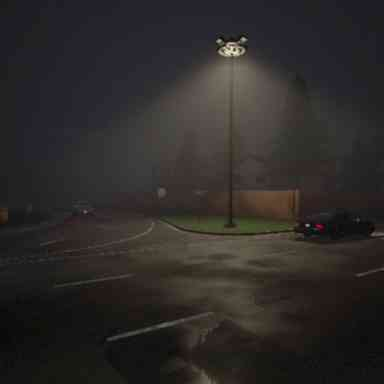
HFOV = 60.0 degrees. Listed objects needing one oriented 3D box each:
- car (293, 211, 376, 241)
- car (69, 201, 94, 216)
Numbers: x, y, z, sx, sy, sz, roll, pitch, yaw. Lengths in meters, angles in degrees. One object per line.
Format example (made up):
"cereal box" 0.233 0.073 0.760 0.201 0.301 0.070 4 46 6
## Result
"car" 7.743 1.719 17.867 5.357 1.411 2.033 1 0 -35
"car" -11.124 1.630 33.412 1.812 1.442 4.674 1 -1 -27
